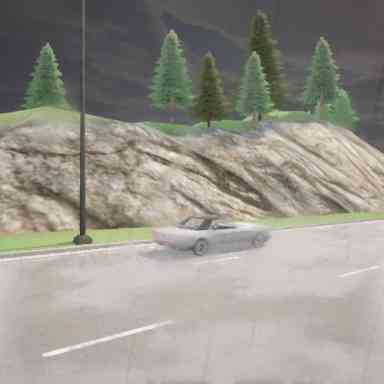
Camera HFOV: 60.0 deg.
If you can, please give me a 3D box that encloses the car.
[{"bbox_3d":[0.910,1.601,13.004,4.718,1.301,1.895,0,0,-36],"label":"car"}]
